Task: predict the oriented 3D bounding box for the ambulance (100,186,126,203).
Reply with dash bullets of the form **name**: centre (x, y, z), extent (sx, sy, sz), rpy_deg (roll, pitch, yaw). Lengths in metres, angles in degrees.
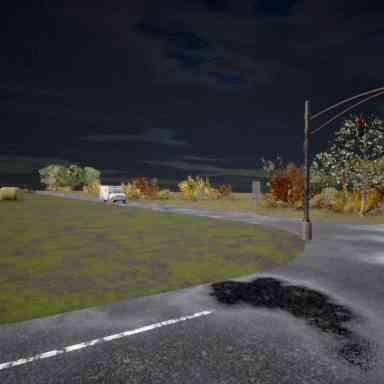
- **ambulance**: centre (-11.882, 0.341, 50.062), extent (2.351, 2.431, 6.366), rpy_deg (2, 0, -32)
